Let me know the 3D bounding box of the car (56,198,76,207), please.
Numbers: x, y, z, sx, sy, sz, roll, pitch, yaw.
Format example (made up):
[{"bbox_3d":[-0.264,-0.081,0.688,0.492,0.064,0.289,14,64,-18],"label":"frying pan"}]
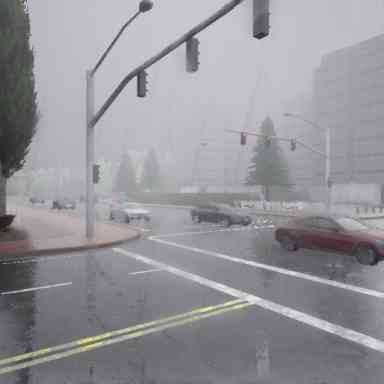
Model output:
[{"bbox_3d":[-20.075,1.601,52.720,1.895,1.301,4.718,0,0,-35],"label":"car"}]

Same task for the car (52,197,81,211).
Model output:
[{"bbox_3d":[-15.672,1.491,40.495,2.128,1.511,4.902,0,0,-36],"label":"car"}]

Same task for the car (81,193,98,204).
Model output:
[{"bbox_3d":[-20.389,1.221,65.395,2.150,2.045,5.566,0,0,-36],"label":"car"}]

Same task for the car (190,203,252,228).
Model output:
[{"bbox_3d":[1.848,1.505,22.425,1.837,1.490,4.892,0,0,-38],"label":"car"}]

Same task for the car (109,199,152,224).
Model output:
[{"bbox_3d":[-4.832,1.526,25.405,1.812,1.442,4.674,0,0,-36],"label":"car"}]

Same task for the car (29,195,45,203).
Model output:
[{"bbox_3d":[-25.059,1.218,53.728,1.837,1.490,4.892,0,0,-36],"label":"car"}]

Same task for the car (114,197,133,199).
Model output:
[{"bbox_3d":[-6.776,1.351,34.098,2.097,1.767,4.553,0,0,-36],"label":"car"}]

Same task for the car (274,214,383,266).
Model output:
[{"bbox_3d":[5.058,1.526,11.832,1.812,1.442,4.674,0,0,-36],"label":"car"}]
